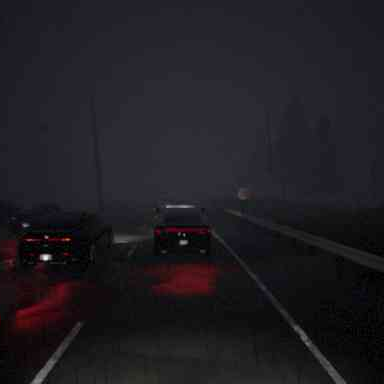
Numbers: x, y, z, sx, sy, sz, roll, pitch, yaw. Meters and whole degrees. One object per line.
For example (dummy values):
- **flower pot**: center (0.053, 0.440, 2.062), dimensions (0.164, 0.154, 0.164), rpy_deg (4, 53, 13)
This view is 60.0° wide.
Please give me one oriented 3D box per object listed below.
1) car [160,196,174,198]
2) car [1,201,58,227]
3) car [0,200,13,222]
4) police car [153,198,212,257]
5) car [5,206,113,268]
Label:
- **car**: center (-2.289, 1.107, 30.299), dimensions (1.812, 1.442, 4.674), rpy_deg (0, 1, -8)
- **car**: center (-7.803, 1.294, 17.455), dimensions (1.812, 1.442, 4.674), rpy_deg (0, 1, -5)
- **car**: center (-11.614, 1.224, 20.404), dimensions (2.128, 1.511, 4.902), rpy_deg (0, 1, -6)
- **police car**: center (-0.408, 1.252, 12.401), dimensions (1.930, 1.638, 5.238), rpy_deg (0, 1, -3)
- **car**: center (-3.814, 1.359, 10.793), dimensions (1.837, 1.490, 4.892), rpy_deg (0, 1, -3)
